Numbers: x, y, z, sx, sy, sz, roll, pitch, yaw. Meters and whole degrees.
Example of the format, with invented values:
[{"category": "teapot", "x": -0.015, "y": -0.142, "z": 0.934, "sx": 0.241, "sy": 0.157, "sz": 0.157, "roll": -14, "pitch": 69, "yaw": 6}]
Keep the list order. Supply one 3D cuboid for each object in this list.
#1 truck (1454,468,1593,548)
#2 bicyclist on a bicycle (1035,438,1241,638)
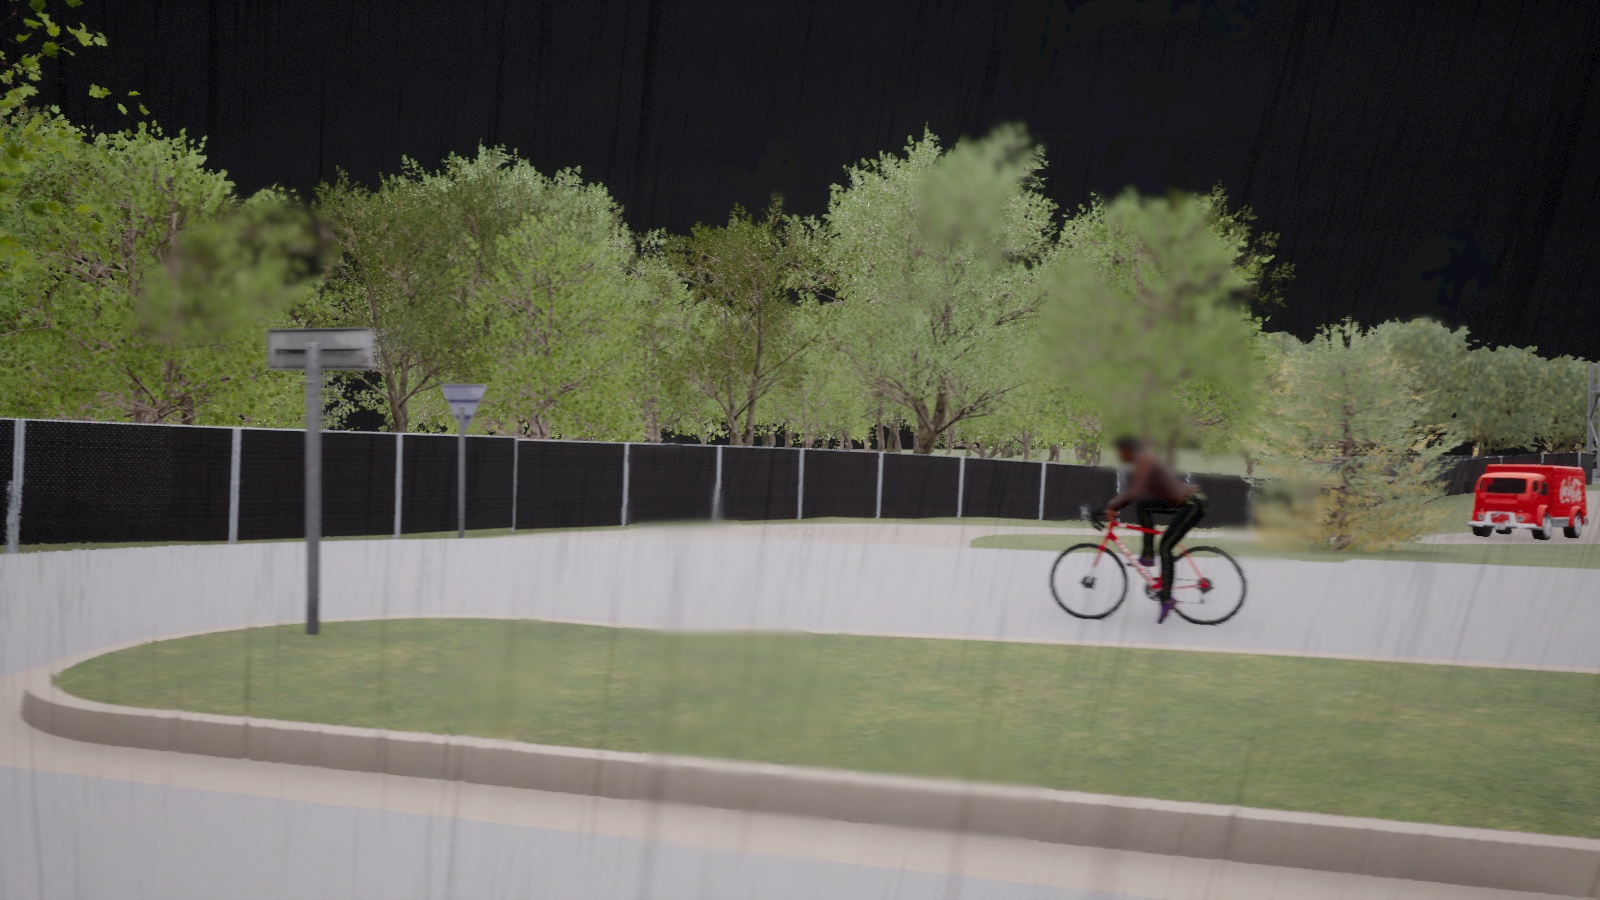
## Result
[{"category": "truck", "x": 24.520, "y": 1.917, "z": 42.471, "sx": 5.204, "sy": 2.467, "sz": 2.627, "roll": 2, "pitch": -1, "yaw": -43}, {"category": "bicyclist on a bicycle", "x": 2.905, "y": 0.713, "z": 10.797, "sx": 1.656, "sy": 1.620, "sz": 0.582, "roll": 1, "pitch": 1, "yaw": 19}]
